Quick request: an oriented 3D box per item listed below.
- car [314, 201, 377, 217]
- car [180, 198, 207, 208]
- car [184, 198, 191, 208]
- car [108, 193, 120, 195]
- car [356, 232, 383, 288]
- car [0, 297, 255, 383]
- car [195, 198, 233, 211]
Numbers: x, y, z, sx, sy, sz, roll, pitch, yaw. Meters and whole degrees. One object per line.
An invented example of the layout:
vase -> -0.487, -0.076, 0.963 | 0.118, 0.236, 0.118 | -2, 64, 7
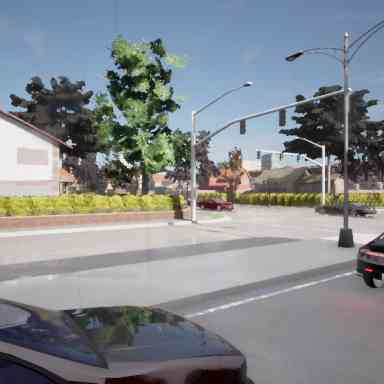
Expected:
car -> 14.169, 1.547, 30.981 | 2.033, 1.411, 5.357 | 0, 0, -35
car -> 0.202, 1.564, 50.253 | 1.994, 1.385, 4.181 | 0, 0, -36
car -> -2.518, 1.352, 47.708 | 2.097, 1.767, 4.553 | 0, 0, -36
car -> -14.769, 1.221, 64.650 | 2.150, 2.045, 5.566 | 0, 0, -35
car -> 5.897, 1.492, 7.997 | 4.902, 1.511, 2.128 | 0, 0, -35
car -> -2.019, 1.547, 2.308 | 5.357, 1.411, 2.033 | 0, 0, -35
car -> 2.896, 1.478, 40.265 | 1.882, 1.535, 5.008 | 0, 0, -36
